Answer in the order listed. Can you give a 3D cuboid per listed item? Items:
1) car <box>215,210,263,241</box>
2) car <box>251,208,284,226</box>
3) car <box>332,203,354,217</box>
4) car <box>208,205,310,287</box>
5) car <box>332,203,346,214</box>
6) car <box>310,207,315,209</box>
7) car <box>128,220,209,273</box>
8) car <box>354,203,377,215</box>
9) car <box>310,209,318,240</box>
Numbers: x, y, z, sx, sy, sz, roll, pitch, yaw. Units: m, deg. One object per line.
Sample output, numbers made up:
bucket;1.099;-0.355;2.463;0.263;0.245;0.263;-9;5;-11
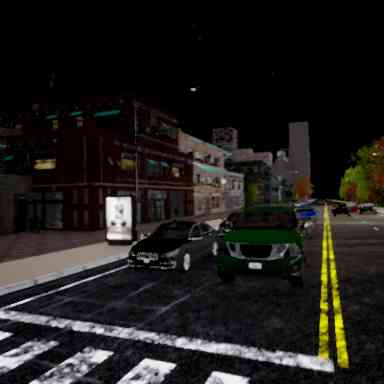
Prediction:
car;3.075;1.981;20.740;1.837;1.490;4.892;-1;-2;22
car;6.953;2.200;30.355;2.033;1.411;5.357;-2;-2;22
car;18.188;2.224;40.358;1.837;1.490;4.892;-1;-2;22
car;2.449;1.454;10.527;2.150;2.045;5.566;-1;-2;20
car;22.063;2.422;50.011;1.812;1.442;4.674;-1;-2;22
car;10.116;2.058;29.513;1.882;1.535;5.008;-2;-2;22
car;-0.433;1.821;12.019;1.837;1.490;4.892;-1;-1;22
car;23.141;2.221;43.970;2.128;1.511;4.902;-2;-2;22
car;6.215;1.966;19.825;1.994;1.385;4.181;-2;-2;22
